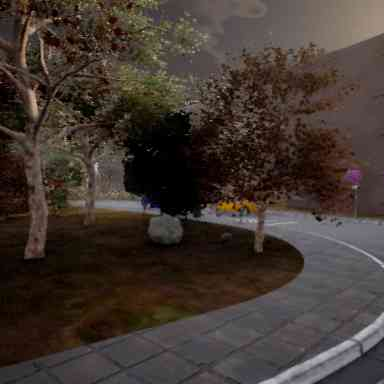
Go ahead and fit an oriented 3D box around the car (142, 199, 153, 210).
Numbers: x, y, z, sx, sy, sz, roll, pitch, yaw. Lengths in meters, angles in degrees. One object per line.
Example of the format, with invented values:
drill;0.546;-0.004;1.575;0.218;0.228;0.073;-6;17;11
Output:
car;-1.729;0.718;26.302;5.008;1.535;1.882;3;1;37

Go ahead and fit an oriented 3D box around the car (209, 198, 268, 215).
car;3.568;0.920;26.256;5.008;1.535;1.882;3;1;45
